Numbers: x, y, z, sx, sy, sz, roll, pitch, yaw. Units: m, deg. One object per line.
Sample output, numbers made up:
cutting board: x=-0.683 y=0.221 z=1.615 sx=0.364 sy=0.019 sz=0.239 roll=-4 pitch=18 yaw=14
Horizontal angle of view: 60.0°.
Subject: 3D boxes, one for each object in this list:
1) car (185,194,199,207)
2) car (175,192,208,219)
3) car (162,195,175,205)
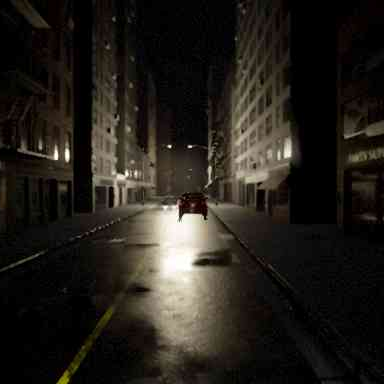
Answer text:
car: x=0.025 y=1.106 z=45.409 sx=1.882 sy=1.535 sz=5.008 roll=0 pitch=1 yaw=0
car: x=0.077 y=1.005 z=26.293 sx=2.150 sy=2.045 sz=5.566 roll=0 pitch=0 yaw=0
car: x=-3.108 y=1.177 z=47.440 sx=1.994 sy=1.385 sz=4.181 roll=0 pitch=0 yaw=0
